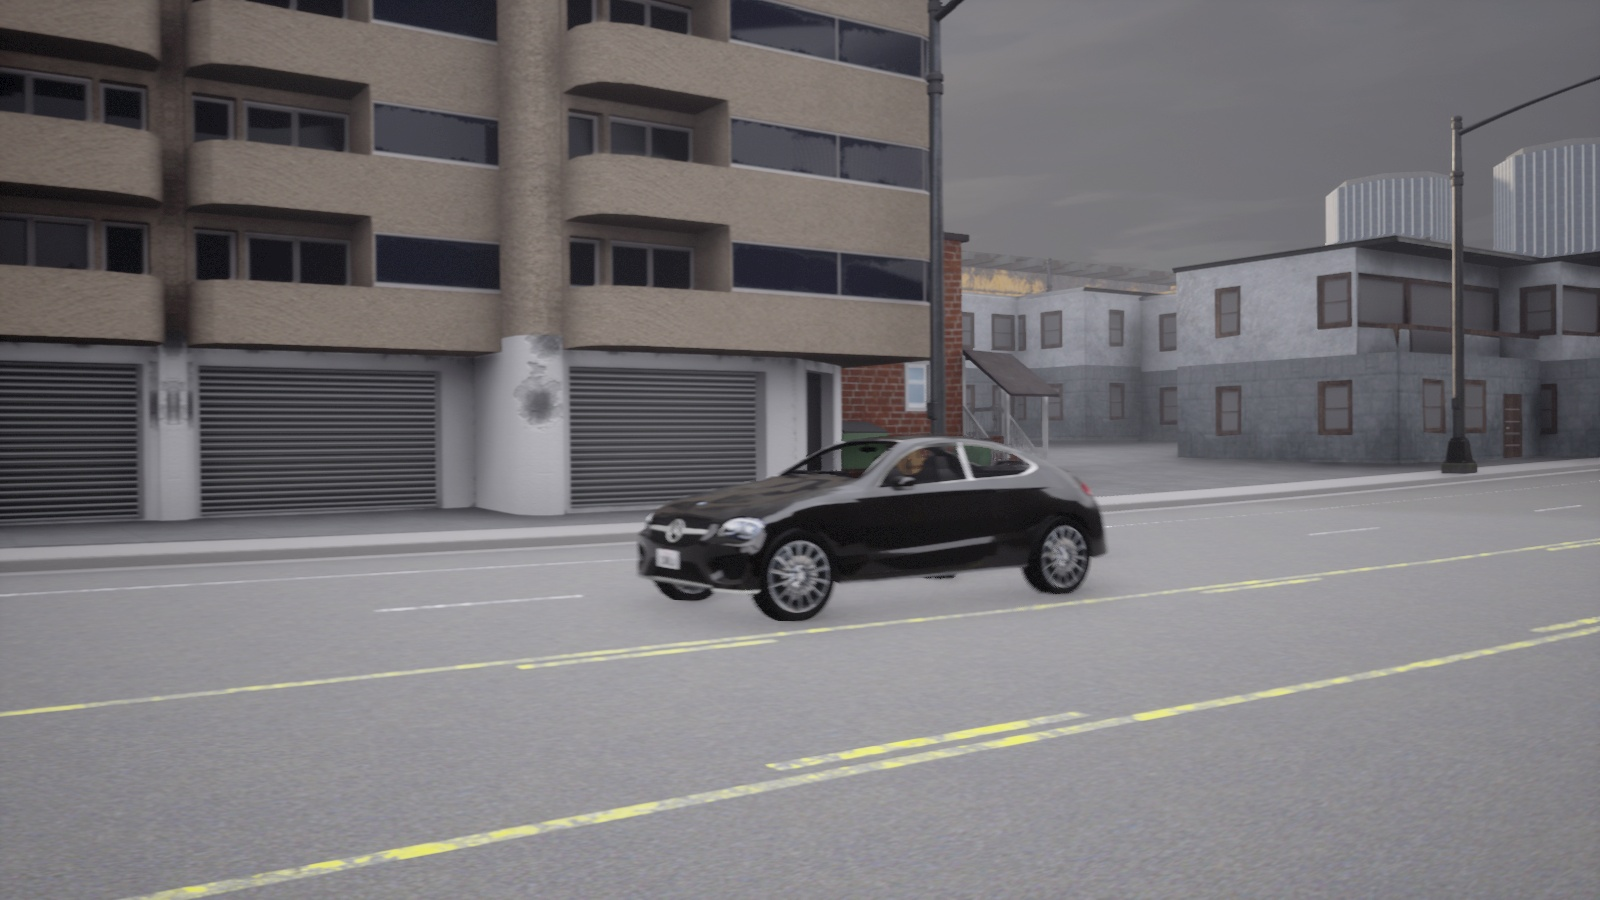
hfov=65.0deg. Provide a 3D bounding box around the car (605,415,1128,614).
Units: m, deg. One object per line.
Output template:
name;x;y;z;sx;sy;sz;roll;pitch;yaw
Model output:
car;0.791;0.517;12.739;5.027;1.651;2.152;-1;0;-35
